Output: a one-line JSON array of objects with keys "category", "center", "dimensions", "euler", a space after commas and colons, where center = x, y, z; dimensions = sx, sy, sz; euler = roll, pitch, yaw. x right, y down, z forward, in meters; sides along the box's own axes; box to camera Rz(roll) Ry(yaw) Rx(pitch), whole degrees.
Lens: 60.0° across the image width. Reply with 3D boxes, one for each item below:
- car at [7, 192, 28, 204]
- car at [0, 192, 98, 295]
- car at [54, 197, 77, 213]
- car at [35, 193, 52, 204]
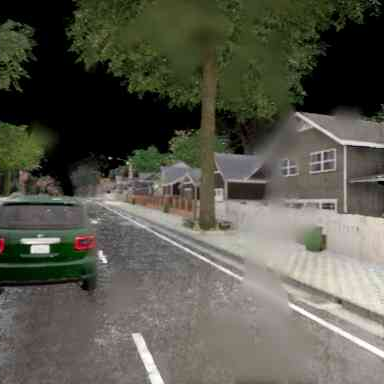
[{"category": "car", "center": [-24.664, 0.822, 47.223], "dimensions": [1.882, 1.535, 5.008], "euler": [2, 0, -19]}, {"category": "car", "center": [-3.674, 1.104, 8.580], "dimensions": [2.150, 2.045, 5.566], "euler": [2, 0, -20]}, {"category": "car", "center": [-12.329, 1.257, 32.554], "dimensions": [1.895, 1.301, 4.718], "euler": [2, 0, -20]}, {"category": "car", "center": [-21.971, 0.940, 49.354], "dimensions": [1.837, 1.490, 4.892], "euler": [2, -1, -19]}]
